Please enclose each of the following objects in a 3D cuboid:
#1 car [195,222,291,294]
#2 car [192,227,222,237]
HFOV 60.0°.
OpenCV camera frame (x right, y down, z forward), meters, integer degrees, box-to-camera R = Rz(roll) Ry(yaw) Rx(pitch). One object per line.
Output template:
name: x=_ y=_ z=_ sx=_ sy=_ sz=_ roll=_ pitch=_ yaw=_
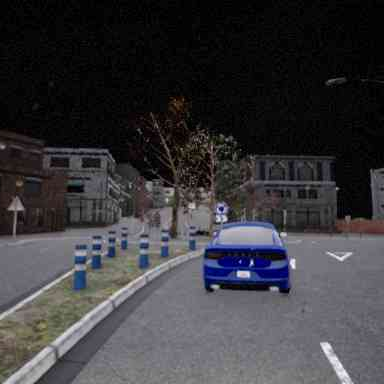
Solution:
car: x=1.532 y=1.534 z=8.960 sx=1.882 sy=1.535 sz=5.008 roll=-1 pitch=-2 yaw=12
car: x=1.946 y=5.520 z=45.695 sx=1.895 sy=1.301 sz=4.718 roll=3 pitch=-7 yaw=-28
